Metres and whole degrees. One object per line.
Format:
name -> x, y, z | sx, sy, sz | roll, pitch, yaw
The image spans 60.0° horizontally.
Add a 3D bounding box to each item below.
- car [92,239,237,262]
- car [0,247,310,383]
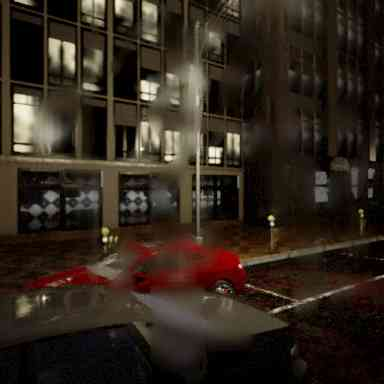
car -> -0.867, 1.564, 5.935 | 4.206, 1.307, 1.802 | 0, 1, -35
car -> -1.435, 1.547, 2.353 | 5.357, 1.411, 2.033 | -1, 0, -35
